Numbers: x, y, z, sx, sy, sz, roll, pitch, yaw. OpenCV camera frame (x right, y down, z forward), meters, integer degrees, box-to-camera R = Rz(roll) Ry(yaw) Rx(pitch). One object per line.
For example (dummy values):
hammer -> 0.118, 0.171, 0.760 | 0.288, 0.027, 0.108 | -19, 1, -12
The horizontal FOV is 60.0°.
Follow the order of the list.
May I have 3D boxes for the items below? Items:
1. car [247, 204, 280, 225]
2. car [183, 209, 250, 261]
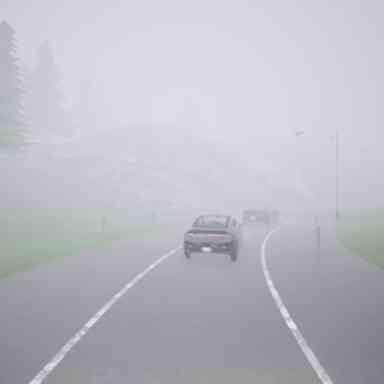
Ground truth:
car -> 5.448, 1.649, 25.908 | 1.882, 1.535, 5.008 | 0, 1, 27
car -> 0.965, 1.620, 12.878 | 2.128, 1.511, 4.902 | 0, 0, 12
